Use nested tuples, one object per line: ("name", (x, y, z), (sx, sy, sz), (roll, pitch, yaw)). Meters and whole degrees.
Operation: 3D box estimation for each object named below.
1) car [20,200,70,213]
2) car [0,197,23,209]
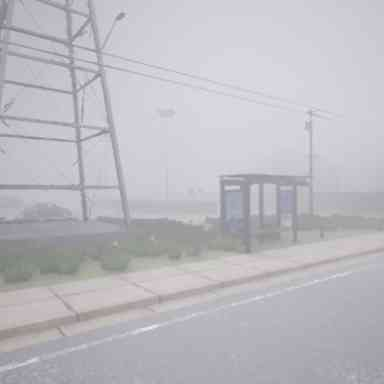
("car", (-12.994, 1.650, 30.114), (3.905, 1.438, 1.784), (0, 0, -37))
("car", (-26.760, 1.535, 47.888), (4.605, 1.855, 1.932), (0, 0, -37))
